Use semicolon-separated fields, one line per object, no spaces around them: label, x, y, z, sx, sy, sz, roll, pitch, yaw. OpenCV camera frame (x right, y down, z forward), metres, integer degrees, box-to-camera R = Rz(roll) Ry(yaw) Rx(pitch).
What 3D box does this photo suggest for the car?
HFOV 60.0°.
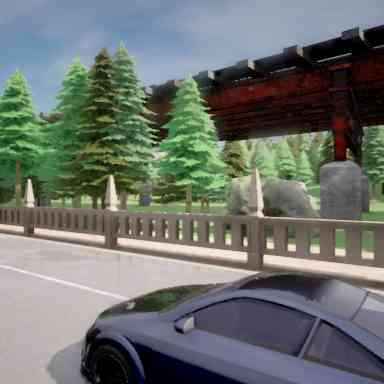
car;0.766;1.566;3.447;4.181;1.385;1.994;0;0;35
